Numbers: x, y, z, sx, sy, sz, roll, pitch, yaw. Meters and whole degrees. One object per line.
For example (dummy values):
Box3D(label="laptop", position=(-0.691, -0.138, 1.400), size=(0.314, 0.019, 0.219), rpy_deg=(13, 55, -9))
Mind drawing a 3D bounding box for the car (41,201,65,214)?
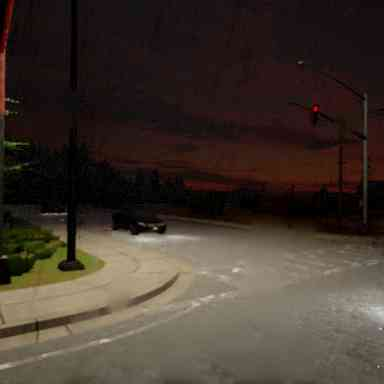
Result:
Box3D(label="car", position=(-15.993, 1.711, 38.222), size=(1.994, 1.385, 4.181), rpy_deg=(1, -1, -34))

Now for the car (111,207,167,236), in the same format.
Box3D(label="car", position=(-3.280, 1.668, 19.722), size=(1.812, 1.442, 4.674), rpy_deg=(1, 0, -35))
